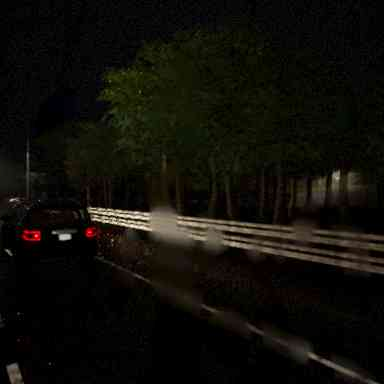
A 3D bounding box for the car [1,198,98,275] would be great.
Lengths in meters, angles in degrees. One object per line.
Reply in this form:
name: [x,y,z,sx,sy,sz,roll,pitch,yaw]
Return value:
car: [-4.968,1.337,11.220,2.150,2.045,5.566,1,-1,-35]
